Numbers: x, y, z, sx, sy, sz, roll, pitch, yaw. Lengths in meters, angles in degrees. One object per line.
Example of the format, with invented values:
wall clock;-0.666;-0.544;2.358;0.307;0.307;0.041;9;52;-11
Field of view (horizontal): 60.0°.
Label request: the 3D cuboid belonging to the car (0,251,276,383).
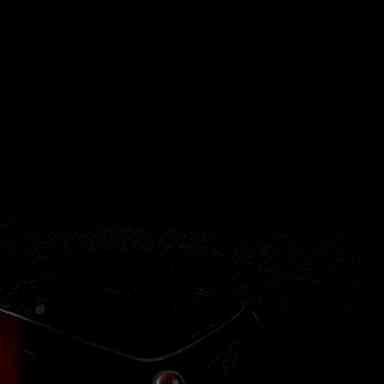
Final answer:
car;-1.263;1.437;3.863;4.097;1.590;1.967;0;0;36
